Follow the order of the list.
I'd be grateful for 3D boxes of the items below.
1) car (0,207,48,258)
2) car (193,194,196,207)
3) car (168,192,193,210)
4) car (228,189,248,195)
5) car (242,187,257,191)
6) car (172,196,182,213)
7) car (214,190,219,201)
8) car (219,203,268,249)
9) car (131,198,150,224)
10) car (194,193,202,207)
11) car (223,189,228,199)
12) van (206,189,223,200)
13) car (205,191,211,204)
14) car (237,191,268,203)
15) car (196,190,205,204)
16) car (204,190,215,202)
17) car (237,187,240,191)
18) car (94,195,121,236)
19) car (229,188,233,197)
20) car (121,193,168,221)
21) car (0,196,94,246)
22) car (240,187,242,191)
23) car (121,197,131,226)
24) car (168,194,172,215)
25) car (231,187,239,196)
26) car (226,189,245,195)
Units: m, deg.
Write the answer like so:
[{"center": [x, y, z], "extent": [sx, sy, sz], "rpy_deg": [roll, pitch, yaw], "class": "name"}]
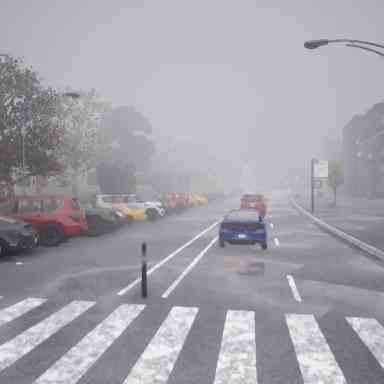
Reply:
[{"center": [-7.979, 1.487, 11.496], "extent": [4.892, 1.521, 2.231], "rpy_deg": [-1, 0, -9], "class": "car"}, {"center": [-2.370, 1.290, 37.668], "extent": [4.892, 1.521, 2.231], "rpy_deg": [-1, 1, -7], "class": "car"}, {"center": [-3.066, 1.096, 34.755], "extent": [5.566, 2.045, 2.435], "rpy_deg": [-1, 1, -7], "class": "car"}, {"center": [12.736, -0.063, 92.090], "extent": [5.366, 1.575, 1.946], "rpy_deg": [-1, 1, -3], "class": "car"}, {"center": [12.969, 0.292, 75.129], "extent": [1.812, 1.442, 4.674], "rpy_deg": [0, 1, 16], "class": "car"}, {"center": [-3.722, 1.425, 31.859], "extent": [4.792, 1.488, 2.163], "rpy_deg": [-1, 1, -8], "class": "car"}, {"center": [1.157, 0.919, 52.099], "extent": [5.008, 1.535, 2.097], "rpy_deg": [-1, 1, -6], "class": "car"}, {"center": [2.334, 1.481, 14.736], "extent": [1.882, 1.535, 5.008], "rpy_deg": [0, 0, 11], "class": "car"}, {"center": [-5.787, 1.477, 23.111], "extent": [5.366, 1.575, 1.946], "rpy_deg": [-1, 0, -8], "class": "car"}, {"center": [-1.675, 1.220, 40.554], "extent": [5.008, 1.535, 2.097], "rpy_deg": [-1, 1, -7], "class": "car"}, {"center": [3.408, 0.696, 60.719], "extent": [5.008, 1.535, 2.097], "rpy_deg": [-1, 1, -5], "class": "car"}, {"center": [2.532, 0.547, 57.821], "extent": [4.442, 1.987, 1.878], "rpy_deg": [-1, 1, -5], "class": "van"}, {"center": [-0.465, 1.071, 46.308], "extent": [5.366, 1.575, 1.946], "rpy_deg": [-1, 2, -6], "class": "car"}, {"center": [5.479, 1.169, 29.449], "extent": [2.150, 2.045, 5.566], "rpy_deg": [0, 1, 13], "class": "car"}, {"center": [-1.017, 1.020, 43.444], "extent": [4.553, 1.767, 2.185], "rpy_deg": [-1, 1, -6], "class": "car"}, {"center": [0.443, 0.995, 49.209], "extent": [5.008, 1.535, 2.097], "rpy_deg": [-1, 2, -6], "class": "car"}, {"center": [8.256, 0.146, 77.868], "extent": [4.553, 1.767, 2.185], "rpy_deg": [-1, 1, -4], "class": "car"}, {"center": [-6.790, 1.234, 17.339], "extent": [5.566, 2.045, 2.435], "rpy_deg": [-1, 0, -9], "class": "car"}, {"center": [4.978, 0.551, 66.443], "extent": [5.008, 1.535, 2.097], "rpy_deg": [-1, 1, -5], "class": "car"}, {"center": [-4.954, 1.208, 26.065], "extent": [5.566, 2.045, 2.435], "rpy_deg": [-1, 0, -8], "class": "car"}, {"center": [-7.435, 1.235, 14.407], "extent": [5.566, 2.045, 2.435], "rpy_deg": [-1, 0, -9], "class": "car"}, {"center": [9.066, 0.244, 80.727], "extent": [4.674, 1.452, 2.002], "rpy_deg": [-1, 1, -4], "class": "car"}, {"center": [-6.247, 1.359, 20.235], "extent": [4.553, 1.767, 2.185], "rpy_deg": [-1, 0, -8], "class": "car"}, {"center": [-4.314, 1.306, 28.966], "extent": [4.553, 1.767, 2.185], "rpy_deg": [-1, 1, -8], "class": "car"}, {"center": [7.388, 0.341, 75.028], "extent": [4.892, 1.521, 2.231], "rpy_deg": [-1, 1, -4], "class": "car"}, {"center": [11.662, 0.047, 89.248], "extent": [4.674, 1.452, 2.002], "rpy_deg": [-1, 1, -3], "class": "car"}]
